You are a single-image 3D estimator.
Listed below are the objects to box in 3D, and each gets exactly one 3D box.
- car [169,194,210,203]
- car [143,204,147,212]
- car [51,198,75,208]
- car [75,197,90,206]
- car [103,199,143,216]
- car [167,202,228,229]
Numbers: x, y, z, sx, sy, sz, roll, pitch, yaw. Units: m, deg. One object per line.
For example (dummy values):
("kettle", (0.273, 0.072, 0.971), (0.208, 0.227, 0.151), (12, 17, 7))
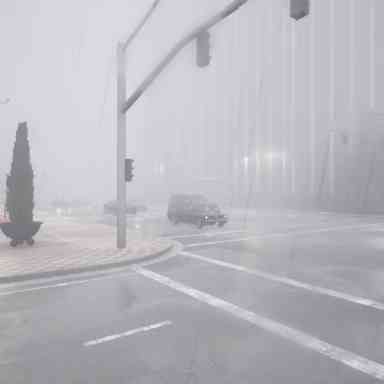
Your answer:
("car", (0.025, 1.220, 28.372), (2.150, 2.045, 5.566), (0, 0, -36))
("car", (-6.798, 1.524, 37.828), (1.812, 1.442, 4.674), (0, 0, -36))
("car", (-19.523, 1.600, 49.579), (1.895, 1.301, 4.718), (0, 0, -35))
("car", (-18.046, 1.545, 53.553), (2.033, 1.411, 5.357), (0, 0, -36))
("car", (-6.996, 1.476, 32.110), (1.882, 1.535, 5.008), (0, 0, -36))
("car", (0.271, 1.599, 21.959), (1.895, 1.301, 4.718), (0, 0, -34))
